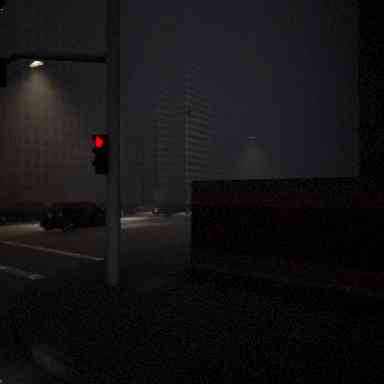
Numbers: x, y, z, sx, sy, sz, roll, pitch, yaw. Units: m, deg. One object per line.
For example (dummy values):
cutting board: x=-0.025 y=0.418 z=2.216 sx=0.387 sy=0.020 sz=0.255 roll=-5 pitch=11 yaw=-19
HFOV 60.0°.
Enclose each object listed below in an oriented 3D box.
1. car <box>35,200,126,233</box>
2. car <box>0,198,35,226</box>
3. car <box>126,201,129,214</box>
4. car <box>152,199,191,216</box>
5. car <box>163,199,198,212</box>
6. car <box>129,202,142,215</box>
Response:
car: x=-6.523 y=1.352 z=19.939 sx=2.097 sy=1.767 sz=4.553 roll=0 pitch=0 yaw=36
car: x=-12.638 y=1.352 z=23.772 sx=2.097 sy=1.767 sz=4.553 roll=0 pitch=0 yaw=36
car: x=-7.377 y=1.505 z=25.101 sx=1.837 sy=1.490 sz=4.892 roll=0 pitch=0 yaw=36
car: x=-1.877 y=1.491 z=32.698 sx=2.128 sy=1.511 sz=4.902 roll=0 pitch=0 yaw=36
car: x=-1.301 y=1.564 z=39.451 sx=1.994 sy=1.385 sz=4.181 roll=0 pitch=0 yaw=36
car: x=-7.099 y=1.547 z=31.458 sx=2.033 sy=1.411 sz=5.357 roll=0 pitch=0 yaw=36
